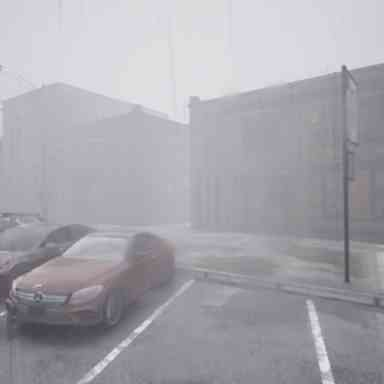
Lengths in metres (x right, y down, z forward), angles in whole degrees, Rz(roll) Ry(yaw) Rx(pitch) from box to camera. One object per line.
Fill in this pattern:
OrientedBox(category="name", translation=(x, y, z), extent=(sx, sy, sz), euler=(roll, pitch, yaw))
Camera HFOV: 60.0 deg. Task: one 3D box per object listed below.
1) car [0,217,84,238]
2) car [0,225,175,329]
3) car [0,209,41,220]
OrientedBox(category="car", translation=(-4.198, 1.609, 9.050), extent=(2.163, 1.488, 4.792), euler=(0, -1, 16))
OrientedBox(category="car", translation=(-1.747, 1.587, 7.335), extent=(2.002, 1.452, 4.674), euler=(0, -1, 16))
OrientedBox(category="car", translation=(-6.621, 1.489, 10.857), extent=(2.185, 1.767, 4.553), euler=(0, -1, 16))
